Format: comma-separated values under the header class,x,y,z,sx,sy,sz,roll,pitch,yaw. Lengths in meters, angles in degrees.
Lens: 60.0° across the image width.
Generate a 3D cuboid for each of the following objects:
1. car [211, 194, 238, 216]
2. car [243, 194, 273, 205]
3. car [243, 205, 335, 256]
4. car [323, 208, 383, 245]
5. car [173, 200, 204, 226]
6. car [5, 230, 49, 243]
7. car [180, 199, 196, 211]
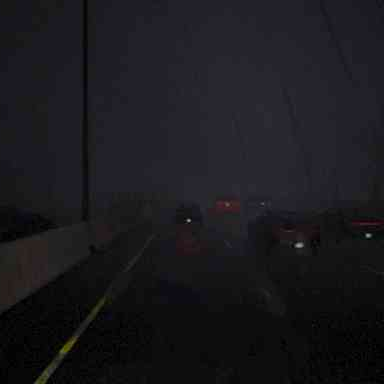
class,x,y,z,sx,sy,sz,roll,pitch,yaw
car,3.128,1.217,32.387,2.150,2.045,5.566,0,0,-1
car,6.606,1.213,33.777,2.150,2.045,5.566,0,0,-1
car,3.409,1.487,13.075,2.128,1.511,4.902,0,0,-1
car,6.875,1.483,15.450,2.128,1.511,4.902,0,0,-1
car,-0.236,1.506,23.108,1.837,1.490,4.892,0,0,-1
car,-7.289,1.556,13.580,2.033,1.411,5.357,0,0,-1
car,-0.512,1.600,41.521,1.895,1.301,4.718,0,0,-1
